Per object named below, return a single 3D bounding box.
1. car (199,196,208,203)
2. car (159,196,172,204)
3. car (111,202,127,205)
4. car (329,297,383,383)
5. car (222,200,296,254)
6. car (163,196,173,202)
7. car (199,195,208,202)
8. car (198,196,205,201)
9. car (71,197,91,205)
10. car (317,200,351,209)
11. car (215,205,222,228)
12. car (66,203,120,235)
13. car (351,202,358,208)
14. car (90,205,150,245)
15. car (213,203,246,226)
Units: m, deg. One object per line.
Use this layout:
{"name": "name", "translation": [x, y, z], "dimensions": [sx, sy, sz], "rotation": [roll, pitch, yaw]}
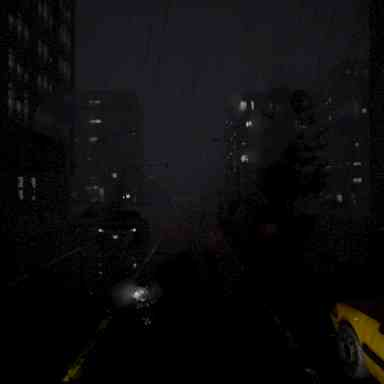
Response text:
{"name": "car", "translation": [2.674, 1.690, 73.755], "dimensions": [1.887, 1.381, 4.507], "rotation": [1, 0, 0]}
{"name": "car", "translation": [-5.705, 1.660, 68.074], "dimensions": [1.752, 1.417, 4.829], "rotation": [1, 0, 0]}
{"name": "car", "translation": [-5.689, 1.488, 24.718], "dimensions": [1.967, 1.590, 4.097], "rotation": [1, 0, 0]}
{"name": "car", "translation": [2.698, 1.531, 2.651], "dimensions": [1.752, 1.417, 4.829], "rotation": [1, 0, 0]}
{"name": "car", "translation": [2.695, 1.341, 13.600], "dimensions": [2.192, 1.841, 5.009], "rotation": [1, 0, 0]}
{"name": "car", "translation": [-5.709, 1.703, 79.290], "dimensions": [1.887, 1.381, 4.507], "rotation": [1, 0, 0]}
{"name": "car", "translation": [2.673, 1.597, 79.280], "dimensions": [1.967, 1.590, 4.097], "rotation": [1, 0, 0]}
{"name": "car", "translation": [2.668, 1.763, 90.326], "dimensions": [1.802, 1.307, 4.206], "rotation": [1, 0, 0]}
{"name": "car", "translation": [-17.268, 1.356, 49.116], "dimensions": [4.507, 1.381, 1.887], "rotation": [1, -2, 0]}
{"name": "car", "translation": [20.831, 1.843, 49.451], "dimensions": [4.097, 1.590, 1.967], "rotation": [1, -2, 0]}
{"name": "car", "translation": [2.693, 1.352, 19.160], "dimensions": [2.192, 1.841, 5.009], "rotation": [1, 0, 0]}
{"name": "car", "translation": [-5.689, 1.562, 18.988], "dimensions": [1.752, 1.417, 4.829], "rotation": [1, 0, 0]}
{"name": "car", "translation": [26.238, 2.109, 57.805], "dimensions": [4.829, 1.417, 1.752], "rotation": [1, -2, 0]}
{"name": "car", "translation": [-3.105, 1.556, 15.794], "dimensions": [1.812, 1.442, 4.674], "rotation": [0, 0, 0]}
{"name": "car", "translation": [2.689, 1.592, 24.719], "dimensions": [1.887, 1.381, 4.507], "rotation": [1, 0, 0]}
